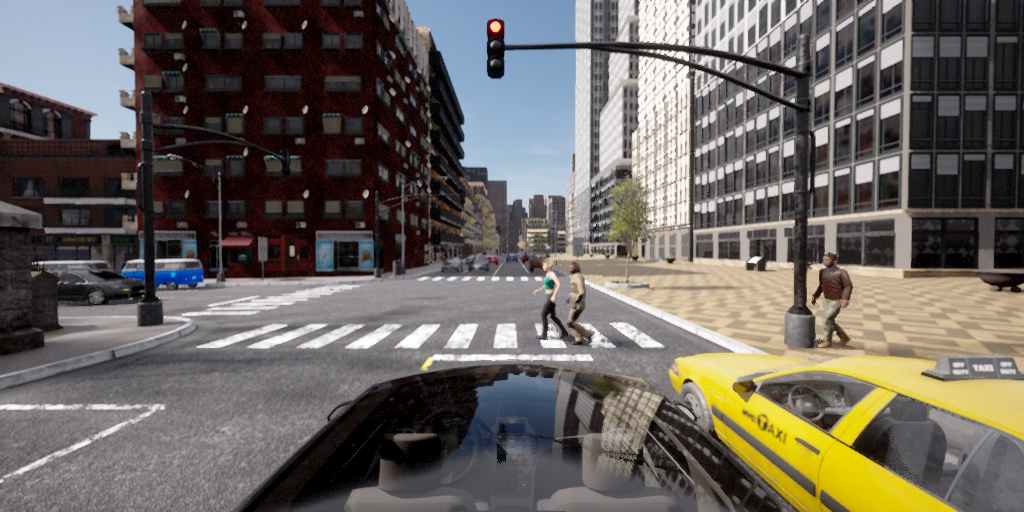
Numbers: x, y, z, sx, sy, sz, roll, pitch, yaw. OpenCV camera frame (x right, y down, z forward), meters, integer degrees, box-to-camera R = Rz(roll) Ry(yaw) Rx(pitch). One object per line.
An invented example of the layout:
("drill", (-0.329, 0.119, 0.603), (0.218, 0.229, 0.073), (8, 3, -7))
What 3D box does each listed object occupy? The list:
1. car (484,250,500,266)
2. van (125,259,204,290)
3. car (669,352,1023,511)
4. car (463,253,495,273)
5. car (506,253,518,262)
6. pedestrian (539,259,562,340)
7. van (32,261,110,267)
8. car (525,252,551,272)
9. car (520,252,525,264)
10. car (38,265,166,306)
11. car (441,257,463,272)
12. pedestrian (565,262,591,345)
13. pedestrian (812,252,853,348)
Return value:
("car", (-3.092, 0.247, 50.185), (2.150, 2.045, 5.566), (0, 1, -2))
("van", (-20.766, 1.088, 21.365), (3.998, 1.789, 1.690), (0, 0, -1))
("car", (2.689, 1.268, 2.360), (1.751, 1.417, 4.829), (0, 0, 0))
("car", (-3.091, 0.749, 34.261), (2.128, 1.511, 4.902), (0, 1, 0))
("car", (0.001, 0.192, 63.745), (2.097, 1.767, 4.553), (0, 1, 0))
("pedestrian", (0.860, 0.955, 8.054), (0.375, 1.860, 0.375), (0, 1, 0))
("van", (-26.304, 1.179, 21.316), (3.998, 1.789, 1.690), (0, 0, -1))
("car", (2.690, 0.567, 34.598), (2.192, 1.841, 5.009), (0, 0, 0))
("car", (2.691, 0.252, 56.701), (2.192, 1.841, 5.009), (0, 0, 0))
("car", (-18.538, 1.325, 15.582), (4.892, 1.490, 1.837), (-1, 1, -1))
("car", (-5.690, 0.803, 34.598), (2.007, 1.370, 4.403), (0, 0, 0))
("pedestrian", (1.380, 0.956, 7.550), (0.375, 1.860, 0.375), (0, 1, 0))
("pedestrian", (6.095, 0.812, 6.852), (0.375, 1.860, 0.375), (0, 1, 0))
